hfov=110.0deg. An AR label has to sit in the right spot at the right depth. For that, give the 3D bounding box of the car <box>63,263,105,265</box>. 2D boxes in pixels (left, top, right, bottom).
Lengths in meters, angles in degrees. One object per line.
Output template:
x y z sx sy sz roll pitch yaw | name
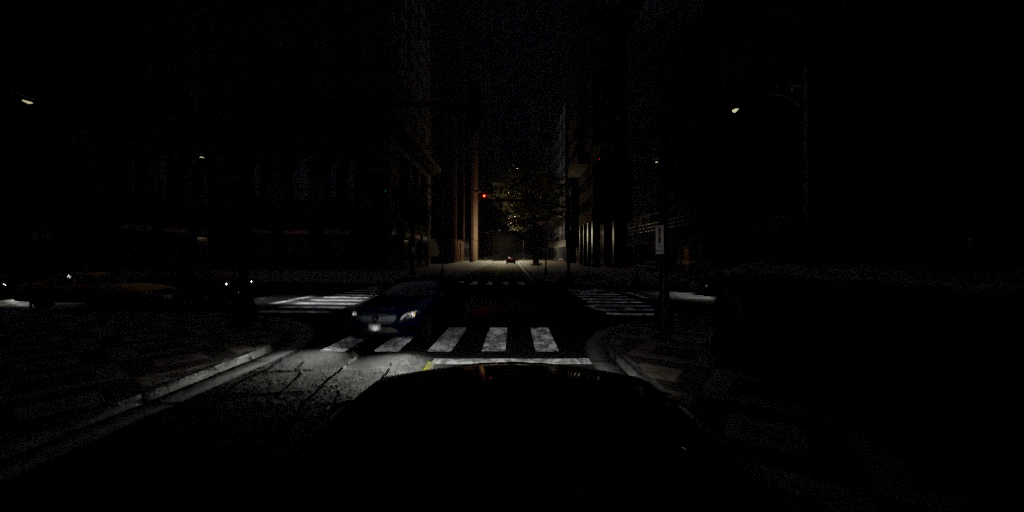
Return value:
-26.372 1.067 21.644 4.313 1.339 1.948 0 0 0 | car

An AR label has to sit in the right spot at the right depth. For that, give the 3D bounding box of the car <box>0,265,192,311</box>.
-14.973 1.147 13.090 4.829 1.417 1.751 0 0 0 | car

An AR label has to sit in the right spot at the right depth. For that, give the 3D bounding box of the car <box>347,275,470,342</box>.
-2.537 1.275 10.010 1.812 1.442 4.674 -1 0 11 | car

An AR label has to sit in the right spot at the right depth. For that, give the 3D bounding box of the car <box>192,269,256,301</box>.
-14.112 1.233 15.749 4.718 1.301 1.895 1 0 0 | car

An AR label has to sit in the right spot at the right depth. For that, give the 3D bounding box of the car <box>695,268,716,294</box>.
12.672 1.342 18.882 4.892 1.490 1.837 0 0 0 | car

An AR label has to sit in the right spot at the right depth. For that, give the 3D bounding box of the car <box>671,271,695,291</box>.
11.862 1.383 21.548 4.403 1.370 2.007 0 0 0 | car

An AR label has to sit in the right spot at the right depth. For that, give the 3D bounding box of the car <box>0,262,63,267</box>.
-23.856 1.077 15.775 5.357 1.411 2.033 1 0 0 | car
